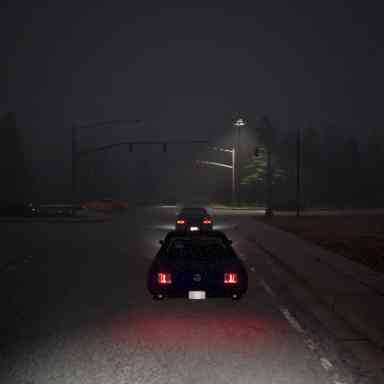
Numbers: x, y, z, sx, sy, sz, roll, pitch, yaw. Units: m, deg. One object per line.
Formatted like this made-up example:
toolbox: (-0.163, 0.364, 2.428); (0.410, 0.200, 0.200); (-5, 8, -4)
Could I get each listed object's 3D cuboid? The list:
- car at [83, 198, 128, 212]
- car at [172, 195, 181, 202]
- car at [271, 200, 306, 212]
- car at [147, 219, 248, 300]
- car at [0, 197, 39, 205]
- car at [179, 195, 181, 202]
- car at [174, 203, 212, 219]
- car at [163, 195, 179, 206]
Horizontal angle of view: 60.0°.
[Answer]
car: (-9.995, 1.476, 38.535); (5.008, 1.535, 1.882); (0, 0, 1)
car: (-3.418, 1.429, 74.114); (1.882, 1.535, 5.008); (0, 0, 1)
car: (10.890, 1.560, 38.161); (4.181, 1.385, 1.994); (0, 0, 1)
car: (0.099, 1.596, 8.299); (1.895, 1.301, 4.718); (0, 0, 0)
car: (-18.340, 1.363, 34.988); (4.553, 1.767, 2.097); (0, 0, 1)
car: (-3.547, 1.522, 63.809); (1.994, 1.385, 4.181); (0, 0, 1)
car: (0.100, 1.512, 17.354); (1.812, 1.442, 4.674); (0, 0, 0)
car: (-3.591, 1.528, 54.541); (1.994, 1.385, 4.181); (0, 0, 0)
